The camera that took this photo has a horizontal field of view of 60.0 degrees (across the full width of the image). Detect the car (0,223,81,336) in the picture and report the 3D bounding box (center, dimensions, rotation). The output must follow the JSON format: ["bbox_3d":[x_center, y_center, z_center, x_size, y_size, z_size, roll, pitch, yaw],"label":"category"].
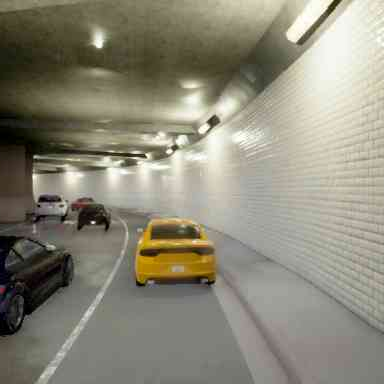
[{"bbox_3d":[-3.811,1.564,6.587,1.994,1.385,4.181,0,0,-4],"label":"car"}]

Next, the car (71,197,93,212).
[{"bbox_3d":[-12.044,1.352,36.960,2.097,1.767,4.553,0,0,-28],"label":"car"}]

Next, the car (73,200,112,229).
[{"bbox_3d":[-6.279,1.504,21.522,1.837,1.490,4.892,0,0,-13],"label":"car"}]

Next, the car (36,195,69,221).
[{"bbox_3d":[-11.565,1.222,27.605,2.150,2.045,5.566,0,0,-19],"label":"car"}]

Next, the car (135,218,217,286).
[{"bbox_3d":[-0.553,1.477,9.496,1.882,1.535,5.008,0,0,-6],"label":"car"}]
